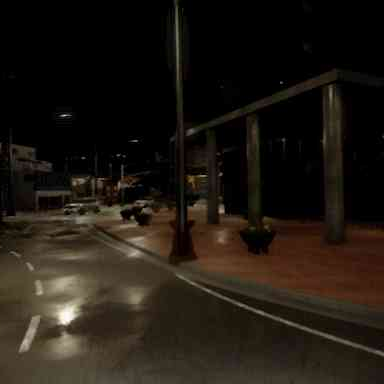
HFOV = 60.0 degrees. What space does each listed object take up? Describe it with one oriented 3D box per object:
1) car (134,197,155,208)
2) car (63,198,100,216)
[{"bbox_3d":[-8.594,1.923,60.331,2.150,2.045,5.566,-1,0,14],"label":"car"},{"bbox_3d":[-13.491,1.765,41.127,2.150,2.045,5.566,-1,0,15],"label":"car"}]
